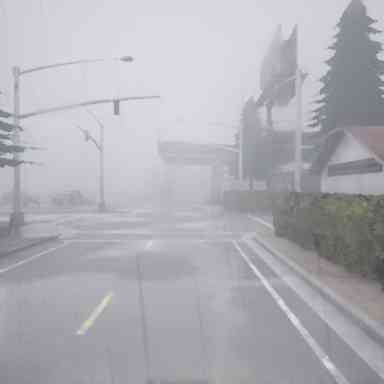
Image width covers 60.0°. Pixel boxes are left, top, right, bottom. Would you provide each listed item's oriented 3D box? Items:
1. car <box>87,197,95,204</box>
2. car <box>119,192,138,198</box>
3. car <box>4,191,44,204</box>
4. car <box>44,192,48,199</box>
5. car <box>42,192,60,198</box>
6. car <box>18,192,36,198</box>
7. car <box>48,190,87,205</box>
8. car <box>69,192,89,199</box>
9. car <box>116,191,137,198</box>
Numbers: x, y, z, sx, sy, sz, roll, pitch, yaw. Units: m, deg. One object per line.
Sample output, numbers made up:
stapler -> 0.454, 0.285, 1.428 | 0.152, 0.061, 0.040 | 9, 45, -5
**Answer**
car -> -16.078, 0.977, 48.112 | 3.806, 1.475, 1.970 | 0, 0, 0
car -> -16.321, 0.658, 85.504 | 4.514, 1.523, 2.007 | 0, 0, 0
car -> -24.557, 0.713, 48.040 | 4.605, 1.855, 1.932 | 0, 0, 0
car -> -23.892, 0.815, 60.500 | 4.514, 1.523, 2.007 | 0, 0, 0
car -> -34.923, 0.726, 82.445 | 3.806, 1.475, 1.970 | 0, 0, 0
car -> -42.355, 0.692, 85.398 | 3.633, 1.501, 1.845 | 0, 0, 0
car -> -16.677, 0.719, 44.783 | 3.866, 1.878, 1.905 | 0, 0, 0
car -> -23.887, 0.757, 70.493 | 3.633, 1.501, 1.845 | 0, 0, 0
car -> -16.257, 0.674, 82.367 | 5.027, 1.636, 2.152 | 0, 0, 0
